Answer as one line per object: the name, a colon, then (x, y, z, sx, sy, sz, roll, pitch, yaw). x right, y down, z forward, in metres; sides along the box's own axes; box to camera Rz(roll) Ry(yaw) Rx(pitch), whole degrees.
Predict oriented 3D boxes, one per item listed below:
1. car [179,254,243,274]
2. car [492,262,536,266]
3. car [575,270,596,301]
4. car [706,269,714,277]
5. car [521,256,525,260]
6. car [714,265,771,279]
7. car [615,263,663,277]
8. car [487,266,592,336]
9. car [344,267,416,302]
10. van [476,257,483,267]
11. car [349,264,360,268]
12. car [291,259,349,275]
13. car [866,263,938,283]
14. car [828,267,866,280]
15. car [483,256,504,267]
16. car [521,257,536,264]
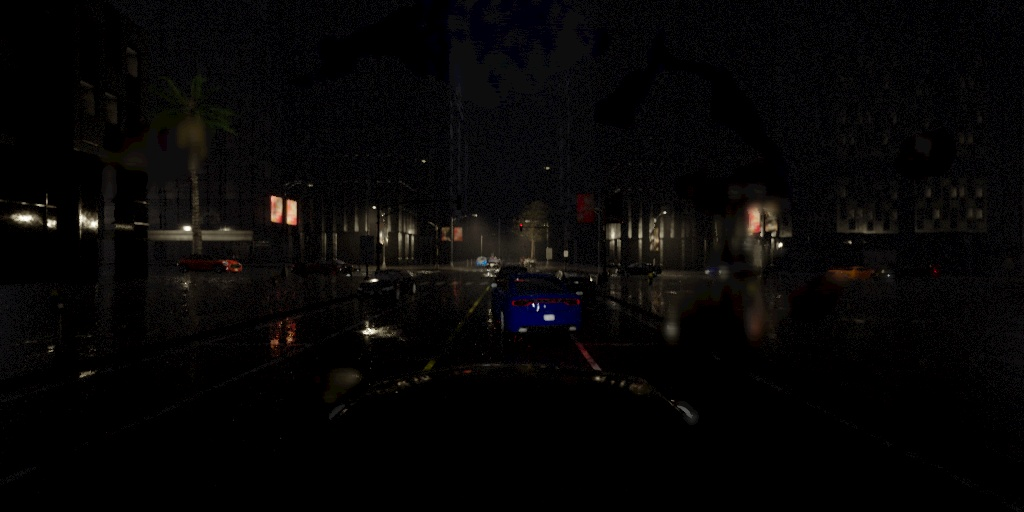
car: (-27.150, 0.627, 32.426, 4.553, 1.767, 2.097, 1, 0, 0)
car: (0.077, 1.248, 18.060, 1.837, 1.490, 4.892, 0, 0, 0)
car: (2.772, 1.294, 16.851, 2.007, 1.370, 4.403, 0, 0, 0)
car: (25.352, 1.766, 42.174, 4.674, 1.442, 1.812, 1, 0, 0)
car: (3.040, 1.261, 64.716, 1.751, 1.417, 4.829, 0, 0, 1)
car: (25.316, 1.727, 38.924, 4.902, 1.511, 2.128, 1, 0, 0)
car: (13.767, 1.510, 38.954, 4.902, 1.511, 2.128, 1, 0, -1)
car: (0.479, 1.223, 10.473, 1.882, 1.535, 5.008, 0, 0, -8)
car: (-5.754, 1.294, 16.859, 2.007, 1.370, 4.403, 0, 0, 0)
van: (-5.486, 1.076, 64.626, 1.690, 1.789, 3.998, 0, 0, 1)
car: (-17.966, 0.989, 35.640, 5.357, 1.411, 2.033, 1, 0, 0)
car: (-17.489, 1.009, 32.388, 4.181, 1.385, 1.994, 1, 0, 0)
car: (42.476, 1.786, 38.823, 5.566, 2.045, 2.150, 1, 0, 1)
car: (40.122, 2.000, 42.094, 5.008, 1.535, 1.882, 1, 0, 1)
car: (-2.876, 1.227, 56.222, 2.128, 1.511, 4.902, 0, 0, 2)
car: (2.985, 1.286, 59.033, 2.007, 1.370, 4.403, 0, 0, 1)
